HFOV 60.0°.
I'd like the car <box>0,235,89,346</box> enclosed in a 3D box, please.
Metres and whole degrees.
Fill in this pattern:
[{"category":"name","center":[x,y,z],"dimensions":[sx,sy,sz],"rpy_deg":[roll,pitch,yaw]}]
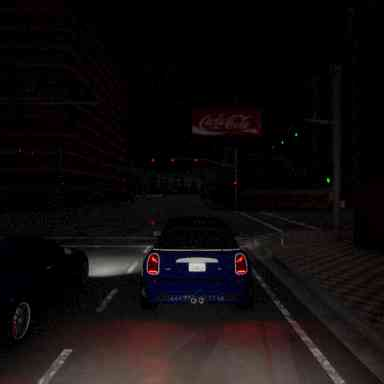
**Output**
[{"category":"car","center":[-3.418,1.526,6.224],"dimensions":[1.812,1.442,4.674],"rpy_deg":[0,0,0]}]

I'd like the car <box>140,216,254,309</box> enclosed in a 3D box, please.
[{"category":"car","center":[0.089,1.352,8.018],"dimensions":[2.097,1.767,4.553],"rpy_deg":[0,0,0]}]
